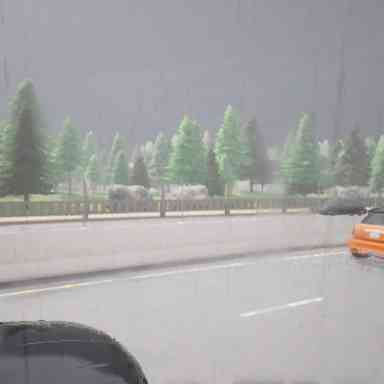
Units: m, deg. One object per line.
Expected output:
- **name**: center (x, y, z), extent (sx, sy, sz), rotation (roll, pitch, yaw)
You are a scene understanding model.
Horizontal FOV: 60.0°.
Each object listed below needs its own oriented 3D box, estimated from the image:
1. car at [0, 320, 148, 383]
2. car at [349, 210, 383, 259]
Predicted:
- **car**: center (-2.580, 1.494, 1.755), extent (4.902, 1.511, 2.128), rotation (0, 0, -32)
- **car**: center (7.385, 1.314, 10.764), extent (4.553, 1.767, 2.097), rotation (0, 0, -24)
